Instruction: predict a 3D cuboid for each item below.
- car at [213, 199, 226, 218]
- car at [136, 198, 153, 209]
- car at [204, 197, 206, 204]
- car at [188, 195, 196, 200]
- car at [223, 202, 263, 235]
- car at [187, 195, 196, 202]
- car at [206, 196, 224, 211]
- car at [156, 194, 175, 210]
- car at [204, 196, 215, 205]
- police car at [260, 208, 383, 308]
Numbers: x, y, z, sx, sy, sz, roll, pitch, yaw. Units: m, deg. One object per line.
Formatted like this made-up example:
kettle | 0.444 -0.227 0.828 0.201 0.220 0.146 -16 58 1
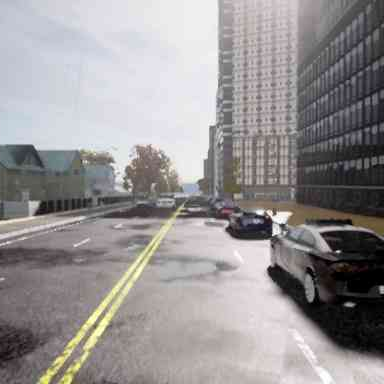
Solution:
car | 3.239 1.573 30.022 1.994 1.385 4.181 0 0 0
car | -6.591 1.576 46.874 2.033 1.411 5.357 0 0 0
car | 3.232 1.467 52.030 2.033 1.649 4.856 0 0 0
car | -0.029 1.459 87.663 2.033 1.411 5.357 0 0 0
car | 3.243 1.506 19.048 2.163 1.488 4.792 0 0 0
car | -0.024 1.601 72.141 1.895 1.301 4.718 0 0 0
car | 3.236 1.452 41.026 2.033 1.649 4.856 0 0 0
car | -3.347 1.248 43.240 2.150 2.045 5.566 0 0 0
car | 3.229 1.579 63.034 1.812 1.442 4.674 0 0 0
police car | 3.246 1.425 8.124 1.930 1.638 5.238 0 0 0
